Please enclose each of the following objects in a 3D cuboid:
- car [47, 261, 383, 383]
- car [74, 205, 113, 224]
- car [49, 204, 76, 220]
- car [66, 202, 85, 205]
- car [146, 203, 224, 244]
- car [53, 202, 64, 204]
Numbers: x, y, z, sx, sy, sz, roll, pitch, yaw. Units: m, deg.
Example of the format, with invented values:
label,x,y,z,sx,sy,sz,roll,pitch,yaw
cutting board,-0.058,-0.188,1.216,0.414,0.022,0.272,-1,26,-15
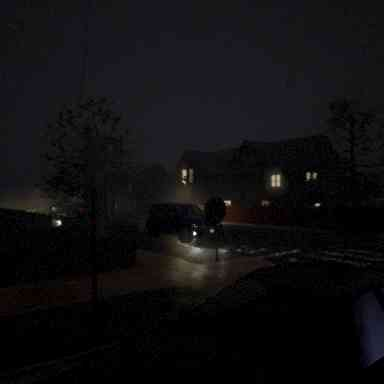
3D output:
label,x,y,z,sx,sy,sz,roll,pitch,yaw
car,1.301,1.567,3.580,5.357,1.411,2.033,0,0,-38
car,-8.931,2.242,30.522,1.882,1.535,5.008,-1,-1,-36
car,-16.008,2.541,40.457,2.128,1.511,4.902,-1,-1,-35
car,-14.409,2.280,43.123,2.150,2.045,5.566,-1,-1,-35
car,-0.599,1.645,18.884,2.150,2.045,5.566,-1,-1,-36
car,-20.605,2.532,51.696,2.150,2.045,5.566,-1,-1,-36
